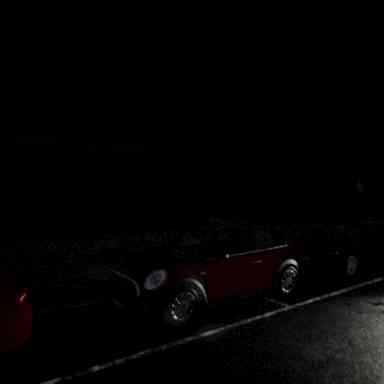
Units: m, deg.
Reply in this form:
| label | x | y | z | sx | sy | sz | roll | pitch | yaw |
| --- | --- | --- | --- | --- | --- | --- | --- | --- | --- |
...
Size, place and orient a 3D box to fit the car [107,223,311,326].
| label | x | y | z | sx | sy | sz | roll | pitch | yaw |
| --- | --- | --- | --- | --- | --- | --- | --- | --- | --- |
| car | 0.332 | 1.436 | 6.992 | 4.097 | 1.590 | 1.967 | 0 | 1 | -36 |

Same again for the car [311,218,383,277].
| label | x | y | z | sx | sy | sz | roll | pitch | yaw |
| --- | --- | --- | --- | --- | --- | --- | --- | --- | --- |
| car | 4.910 | 1.534 | 10.259 | 4.507 | 1.381 | 1.887 | 0 | 1 | -36 |

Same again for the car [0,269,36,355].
| label | x | y | z | sx | sy | sz | roll | pitch | yaw |
| --- | --- | --- | --- | --- | --- | --- | --- | --- | --- |
| car | -4.247 | 1.546 | 3.726 | 4.507 | 1.381 | 1.887 | 0 | 1 | -36 |
